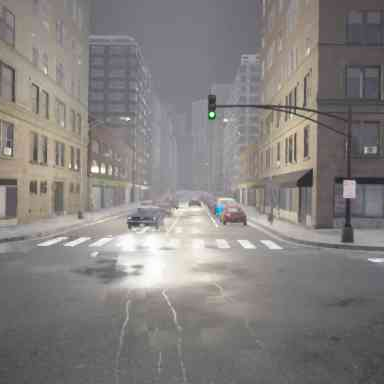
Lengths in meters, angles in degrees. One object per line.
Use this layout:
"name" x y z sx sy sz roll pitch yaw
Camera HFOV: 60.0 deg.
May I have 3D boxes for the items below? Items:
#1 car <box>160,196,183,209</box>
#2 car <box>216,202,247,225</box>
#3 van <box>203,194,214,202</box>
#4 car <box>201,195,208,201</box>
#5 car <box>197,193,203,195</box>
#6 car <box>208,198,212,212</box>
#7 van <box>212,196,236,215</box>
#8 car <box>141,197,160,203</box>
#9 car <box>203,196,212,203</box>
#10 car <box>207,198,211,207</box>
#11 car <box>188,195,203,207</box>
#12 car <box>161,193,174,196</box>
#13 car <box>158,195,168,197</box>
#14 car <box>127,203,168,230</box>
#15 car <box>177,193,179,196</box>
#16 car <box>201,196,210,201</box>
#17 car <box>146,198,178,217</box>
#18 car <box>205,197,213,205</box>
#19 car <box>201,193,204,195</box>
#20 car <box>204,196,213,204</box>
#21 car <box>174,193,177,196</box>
"car" -2.688 1.597 44.426 2.033 1.411 5.357 1 0 1
"car" 3.002 1.683 24.434 1.802 1.307 4.206 1 0 0
"van" 3.256 1.464 57.750 1.690 1.788 3.998 1 0 0
"car" 3.506 1.574 91.232 1.752 1.417 4.829 1 0 0
"car" 0.528 1.549 62.872 1.882 1.535 5.008 1 0 0
"car" 3.084 1.672 35.537 1.887 1.381 4.507 1 0 0
"van" 3.046 1.455 29.986 1.690 1.788 3.998 1 0 0
"car" -5.399 1.590 41.160 1.802 1.307 4.206 1 0 0
"car" 3.377 1.675 74.405 1.802 1.307 4.206 1 0 0
"car" 3.127 1.719 41.092 1.802 1.307 4.206 1 0 0
"car" 0.453 1.615 52.870 1.812 1.442 4.674 1 0 0
"car" -5.225 1.299 63.369 2.192 1.841 5.009 1 0 0
"car" -5.312 1.554 52.266 2.008 1.369 4.403 1 0 0
"car" -2.872 1.606 21.412 1.895 1.301 4.718 1 0 1
"car" -5.063 1.484 85.582 1.887 1.381 4.507 1 0 0
"car" 3.461 1.634 85.510 1.947 1.339 4.313 1 0 0
"car" -2.787 1.578 32.100 2.033 1.411 5.357 1 0 1
"car" 3.169 1.720 46.643 1.802 1.307 4.206 1 0 0
"car" 3.298 1.428 63.301 2.192 1.841 5.009 1 0 0
"car" 3.211 1.715 52.199 1.802 1.307 4.206 1 0 0
"car" -5.143 1.279 74.474 2.192 1.841 5.009 1 0 0
